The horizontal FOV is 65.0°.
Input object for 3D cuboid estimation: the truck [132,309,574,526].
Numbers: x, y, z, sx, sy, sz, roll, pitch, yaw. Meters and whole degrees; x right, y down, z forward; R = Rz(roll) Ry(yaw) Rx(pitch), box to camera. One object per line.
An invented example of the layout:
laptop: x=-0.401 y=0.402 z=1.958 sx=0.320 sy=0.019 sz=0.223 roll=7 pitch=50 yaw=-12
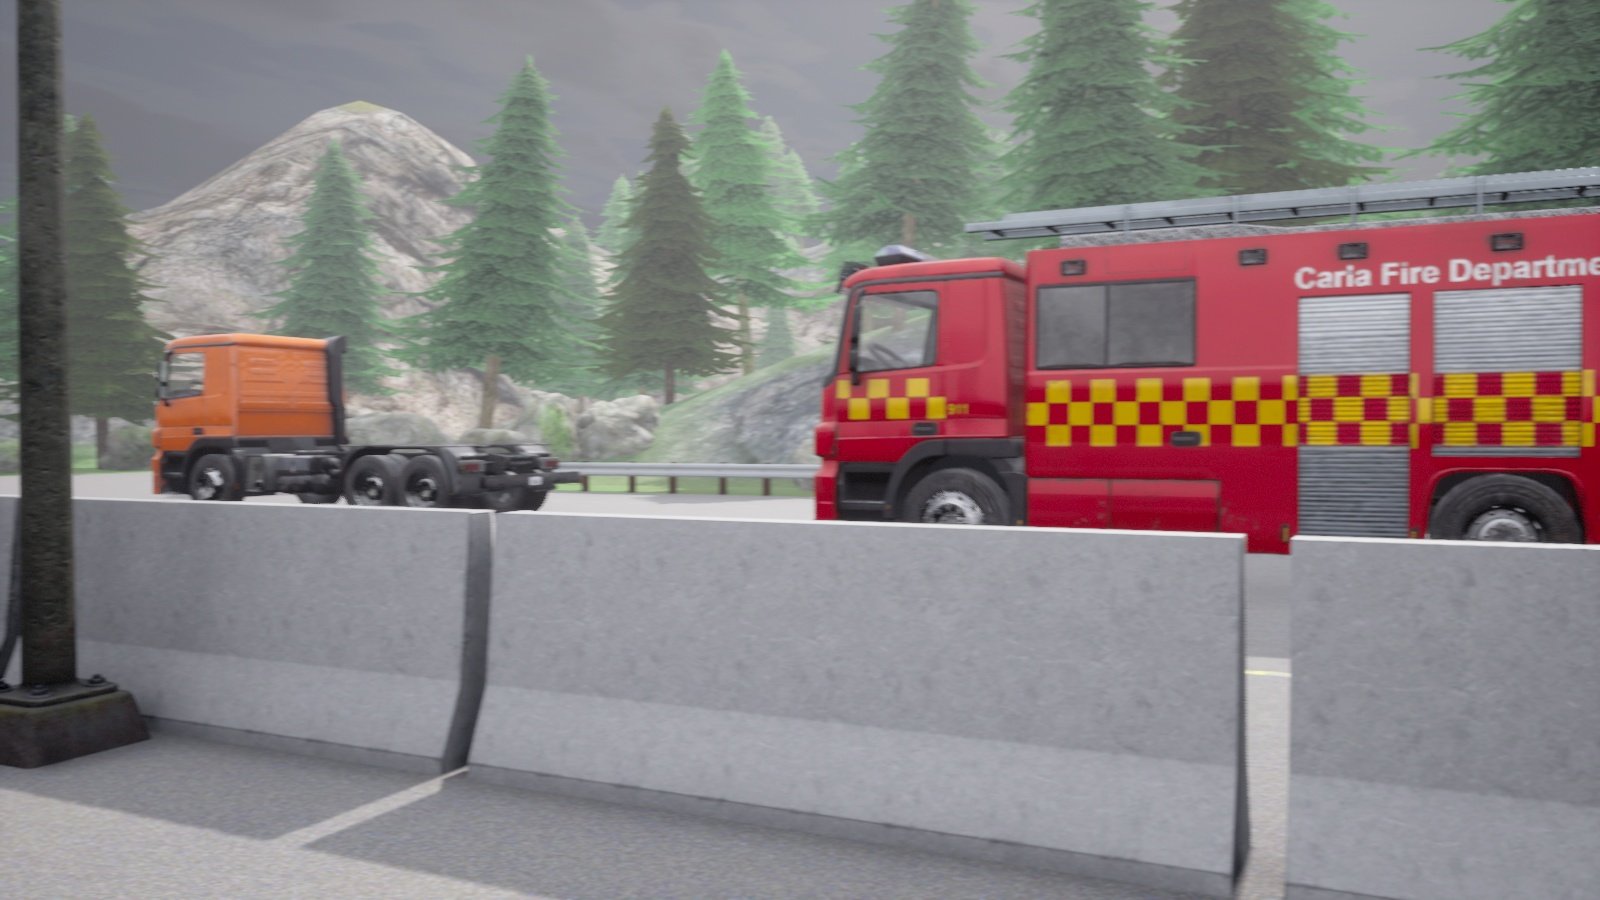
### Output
truck: x=-8.279 y=-0.577 z=23.060 sx=7.936 sy=3.462 sz=2.891 roll=1 pitch=1 yaw=26

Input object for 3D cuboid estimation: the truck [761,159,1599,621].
truck: x=4.025 y=-0.551 z=13.267 sx=8.468 sy=3.827 sz=2.891 roll=1 pitch=1 yaw=26

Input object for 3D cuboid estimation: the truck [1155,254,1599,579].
truck: x=8.569 y=-0.383 z=14.969 sx=7.936 sy=3.462 sz=2.891 roll=1 pitch=1 yaw=26
